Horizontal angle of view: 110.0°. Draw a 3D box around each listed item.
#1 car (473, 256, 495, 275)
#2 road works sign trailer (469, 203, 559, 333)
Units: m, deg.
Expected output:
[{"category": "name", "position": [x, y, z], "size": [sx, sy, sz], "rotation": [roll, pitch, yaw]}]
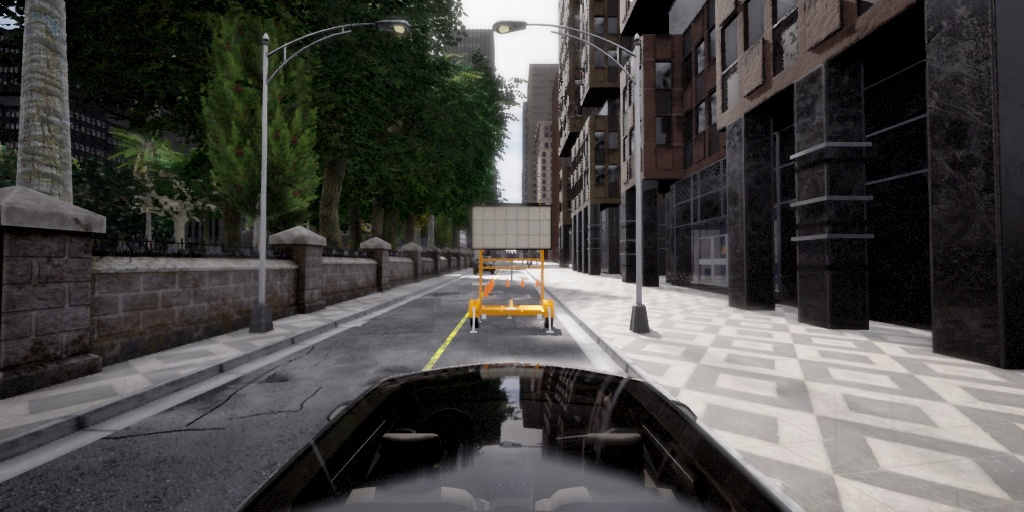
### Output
[{"category": "car", "position": [-3.047, 1.032, 39.901], "size": [2.150, 2.045, 5.566], "rotation": [0, 0, 0]}, {"category": "road works sign trailer", "position": [-0.009, 0.221, 10.757], "size": [2.380, 3.560, 2.880], "rotation": [0, 0, 0]}]
